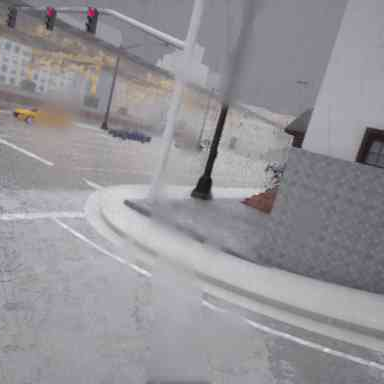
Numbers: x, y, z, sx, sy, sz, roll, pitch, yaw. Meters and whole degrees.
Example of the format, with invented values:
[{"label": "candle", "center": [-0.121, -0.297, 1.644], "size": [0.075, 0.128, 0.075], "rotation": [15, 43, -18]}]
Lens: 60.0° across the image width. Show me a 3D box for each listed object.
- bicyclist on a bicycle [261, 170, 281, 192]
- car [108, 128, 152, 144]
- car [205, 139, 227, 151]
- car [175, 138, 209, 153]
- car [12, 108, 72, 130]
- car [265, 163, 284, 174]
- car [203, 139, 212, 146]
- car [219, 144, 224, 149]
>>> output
[{"label": "bicyclist on a bicycle", "center": [5.526, -0.640, 22.430], "size": [1.656, 1.620, 0.582], "rotation": [22, 12, 35]}, {"label": "car", "center": [-6.891, -6.490, 37.721], "size": [2.033, 1.411, 5.357], "rotation": [22, 13, 35]}, {"label": "car", "center": [6.159, -11.897, 84.405], "size": [4.974, 1.542, 2.038], "rotation": [10, 11, -26]}, {"label": "car", "center": [-0.373, -6.466, 46.412], "size": [2.128, 1.511, 4.902], "rotation": [22, 12, 35]}, {"label": "car", "center": [-13.086, -6.629, 29.388], "size": [1.882, 1.535, 5.008], "rotation": [22, 12, 35]}, {"label": "car", "center": [11.711, -3.136, 45.718], "size": [1.812, 1.442, 4.674], "rotation": [22, 13, 35]}, {"label": "car", "center": [3.592, -11.851, 79.676], "size": [1.853, 1.218, 4.536], "rotation": [15, 10, -1]}, {"label": "car", "center": [6.152, -12.055, 84.354], "size": [4.536, 1.218, 1.853], "rotation": [10, 11, -26]}]
